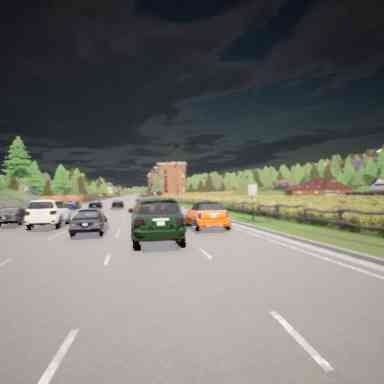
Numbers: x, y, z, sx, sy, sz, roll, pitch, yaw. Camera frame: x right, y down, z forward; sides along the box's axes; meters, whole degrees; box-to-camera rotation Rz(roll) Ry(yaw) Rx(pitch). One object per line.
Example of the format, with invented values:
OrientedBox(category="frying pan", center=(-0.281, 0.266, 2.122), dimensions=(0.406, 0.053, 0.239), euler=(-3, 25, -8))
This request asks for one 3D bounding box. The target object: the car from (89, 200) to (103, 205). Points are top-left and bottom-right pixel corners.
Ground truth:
OrientedBox(category="car", center=(-15.439, 2.035, 53.573), dimensions=(1.882, 1.535, 5.008), euler=(-2, 0, -10))

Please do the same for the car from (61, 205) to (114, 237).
OrientedBox(category="car", center=(-6.058, 1.764, 19.898), dimensions=(2.033, 1.411, 5.357), euler=(-2, 0, -10))

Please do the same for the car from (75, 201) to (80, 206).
OrientedBox(category="car", center=(-18.866, 2.179, 52.864), dimensions=(1.812, 1.442, 4.674), euler=(-2, 0, -10))

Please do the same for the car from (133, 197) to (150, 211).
OrientedBox(category="car", center=(-7.113, 1.657, 46.468), dimensions=(2.097, 1.767, 4.553), euler=(-2, 0, -10))

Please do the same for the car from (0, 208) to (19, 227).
OrientedBox(category="car", center=(-14.469, 2.019, 27.405), dimensions=(2.033, 1.411, 5.357), euler=(-2, 0, -10))

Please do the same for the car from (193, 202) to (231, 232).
OrientedBox(category="car", center=(0.875, 1.373, 20.720), dimensions=(2.097, 1.767, 4.553), euler=(-2, 0, -10))

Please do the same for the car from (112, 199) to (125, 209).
OrientedBox(category="car", center=(-11.965, 1.938, 54.012), dimensions=(1.882, 1.535, 5.008), euler=(-2, 0, -10))

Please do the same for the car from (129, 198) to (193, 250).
OrientedBox(category="car", center=(-1.660, 1.302, 15.191), dimensions=(2.150, 2.045, 5.566), euler=(-1, 0, -10))

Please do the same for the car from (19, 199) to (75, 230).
OrientedBox(category="car", center=(-10.402, 1.571, 24.361), dimensions=(2.150, 2.045, 5.566), euler=(-2, 0, -10))

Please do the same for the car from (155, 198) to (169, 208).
OrientedBox(category="car", center=(-4.945, 1.787, 54.479), dimensions=(1.812, 1.442, 4.674), euler=(-2, 0, -10))
